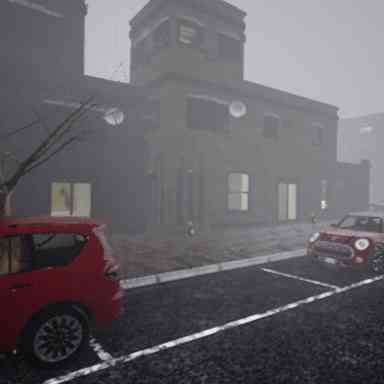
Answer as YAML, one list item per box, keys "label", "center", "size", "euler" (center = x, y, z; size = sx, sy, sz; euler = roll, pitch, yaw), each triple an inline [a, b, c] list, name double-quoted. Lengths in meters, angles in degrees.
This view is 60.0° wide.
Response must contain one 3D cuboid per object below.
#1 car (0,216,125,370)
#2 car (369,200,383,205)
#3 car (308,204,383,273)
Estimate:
- label: "car"
  center: [-3.315, 1.318, 4.173]
  size: [5.009, 1.841, 2.192]
  euler: [0, 1, -35]
- label: "car"
  center: [18.807, 1.393, 36.681]
  size: [1.887, 1.381, 4.507]
  euler: [0, -1, -35]
- label: "car"
  center: [5.490, 1.378, 10.453]
  size: [4.097, 1.590, 1.967]
  euler: [0, 1, -35]
